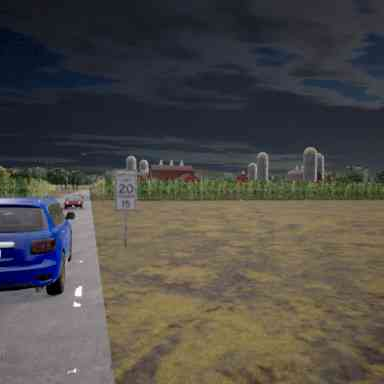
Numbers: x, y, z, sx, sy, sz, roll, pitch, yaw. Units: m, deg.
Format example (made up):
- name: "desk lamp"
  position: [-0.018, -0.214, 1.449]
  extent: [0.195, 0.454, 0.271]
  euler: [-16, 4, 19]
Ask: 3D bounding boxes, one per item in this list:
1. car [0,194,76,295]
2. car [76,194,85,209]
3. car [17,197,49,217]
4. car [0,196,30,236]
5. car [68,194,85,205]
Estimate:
- name: "car"
  position: [-4.228, 1.130, 8.279]
  extent: [2.150, 2.045, 5.566]
  euler: [0, 1, -17]
- name: "car"
  position: [-13.093, 1.170, 37.055]
  extent: [1.895, 1.301, 4.718]
  euler: [0, 1, -17]
- name: "car"
  position: [-13.350, 1.182, 28.141]
  extent: [1.812, 1.442, 4.674]
  euler: [0, 1, -17]
- name: "car"
  position: [-10.057, 1.134, 17.470]
  extent: [2.097, 1.767, 4.553]
  euler: [0, 1, -17]
- name: "car"
  position: [-16.117, 0.998, 46.659]
  extent: [2.033, 1.411, 5.357]
  euler: [0, 1, -17]
